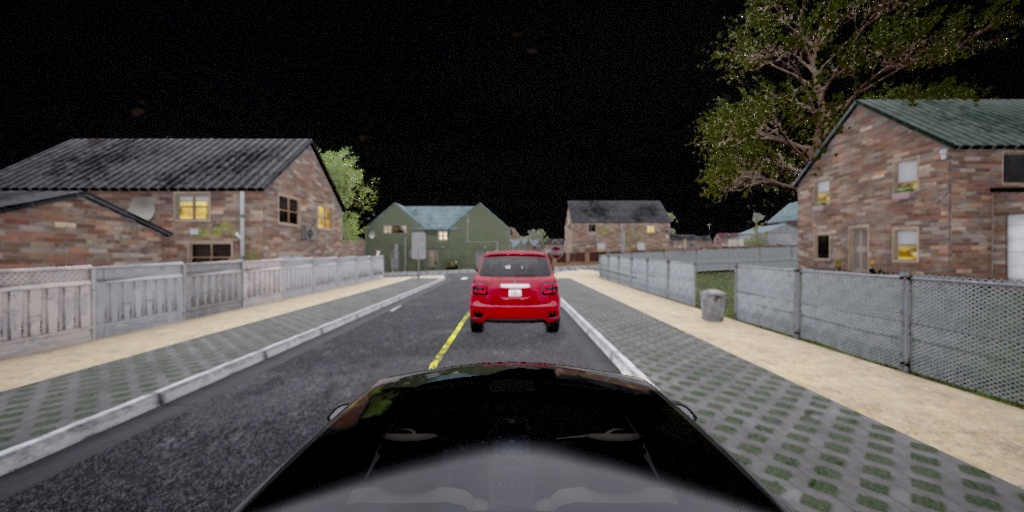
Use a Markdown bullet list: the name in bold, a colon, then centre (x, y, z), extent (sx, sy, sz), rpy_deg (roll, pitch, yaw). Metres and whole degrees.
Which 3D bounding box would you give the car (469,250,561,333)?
- **car**: centre (0.076, 0.846, 10.416), extent (2.150, 2.045, 5.566), rpy_deg (0, 1, 0)
